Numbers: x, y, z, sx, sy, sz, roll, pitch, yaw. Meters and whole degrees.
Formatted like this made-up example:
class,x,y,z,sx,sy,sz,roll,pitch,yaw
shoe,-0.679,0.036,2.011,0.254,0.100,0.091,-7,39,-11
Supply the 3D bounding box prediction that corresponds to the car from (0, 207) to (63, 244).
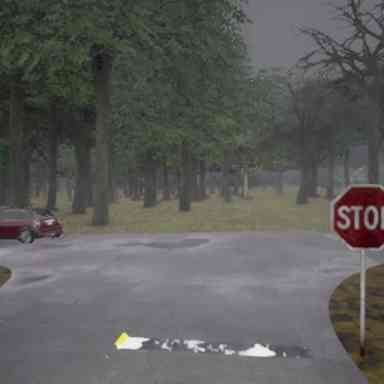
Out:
class,x,y,z,sx,sy,sz,roll,pitch,yaw
car,-9.183,1.649,17.331,4.553,1.767,2.097,-1,1,17
